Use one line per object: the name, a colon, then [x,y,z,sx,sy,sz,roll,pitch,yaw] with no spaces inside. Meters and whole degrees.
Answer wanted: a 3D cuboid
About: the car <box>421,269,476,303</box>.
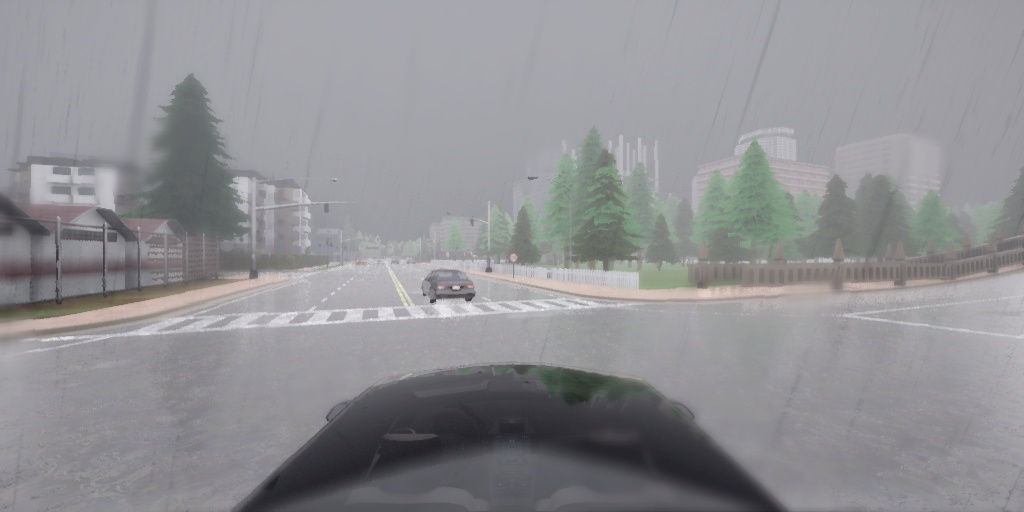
car: [-3.088,1.311,16.701,2.033,1.411,5.357,0,0,-20]
